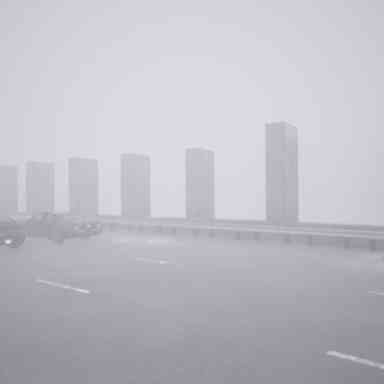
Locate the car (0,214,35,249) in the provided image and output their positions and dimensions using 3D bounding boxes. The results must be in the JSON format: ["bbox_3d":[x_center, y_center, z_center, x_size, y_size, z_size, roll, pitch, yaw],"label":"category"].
[{"bbox_3d":[-9.067,1.650,13.991,4.892,1.490,1.837,0,0,31],"label":"car"}]

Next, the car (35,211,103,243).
[{"bbox_3d":[-6.965,1.687,16.815,5.357,1.411,2.033,-1,0,31],"label":"car"}]
